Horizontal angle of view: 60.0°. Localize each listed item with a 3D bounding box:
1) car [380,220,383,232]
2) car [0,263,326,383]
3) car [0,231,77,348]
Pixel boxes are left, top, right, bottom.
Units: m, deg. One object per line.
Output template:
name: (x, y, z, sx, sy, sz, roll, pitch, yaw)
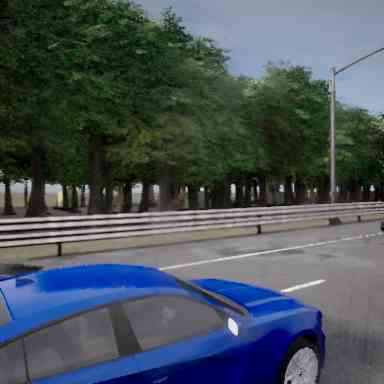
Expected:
car: (11.093, 1.516, 15.967, 4.718, 1.301, 1.895, -1, 0, -36)
car: (-0.714, 1.477, 3.239, 5.008, 1.535, 1.882, 0, 0, -36)
car: (-4.652, 1.547, 4.720, 5.357, 1.411, 2.033, 0, 0, -36)
